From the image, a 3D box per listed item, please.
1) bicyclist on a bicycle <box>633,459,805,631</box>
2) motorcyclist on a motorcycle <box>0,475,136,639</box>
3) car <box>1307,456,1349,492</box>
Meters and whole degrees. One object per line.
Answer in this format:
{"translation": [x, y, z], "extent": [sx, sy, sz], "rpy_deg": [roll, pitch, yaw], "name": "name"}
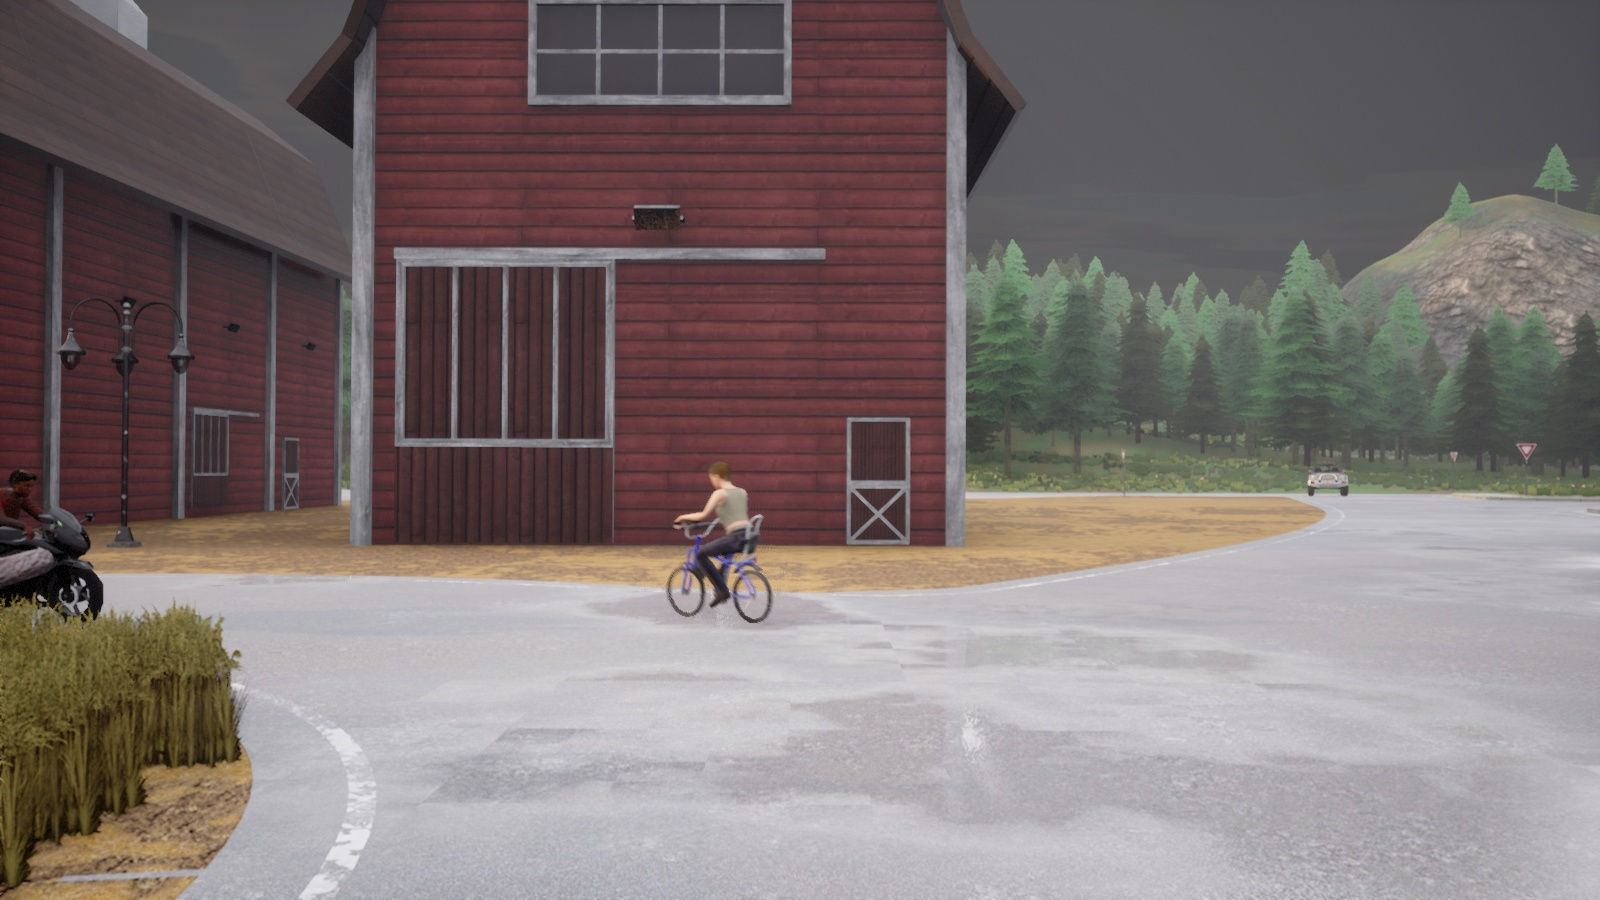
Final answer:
{"translation": [-0.837, 0.932, 12.764], "extent": [1.509, 1.612, 0.866], "rpy_deg": [-2, 0, 41], "name": "bicyclist on a bicycle"}
{"translation": [-7.642, 1.005, 12.169], "extent": [2.044, 1.523, 0.797], "rpy_deg": [0, -1, 7], "name": "motorcyclist on a motorcycle"}
{"translation": [28.074, 1.294, 66.865], "extent": [1.932, 1.855, 4.605], "rpy_deg": [-1, -2, 22], "name": "car"}
